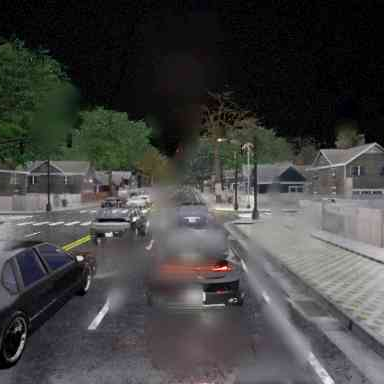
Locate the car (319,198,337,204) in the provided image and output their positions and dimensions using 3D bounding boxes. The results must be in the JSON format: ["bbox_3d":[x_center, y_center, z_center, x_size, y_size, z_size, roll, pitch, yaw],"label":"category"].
[{"bbox_3d":[12.416,1.269,30.835,4.674,1.442,1.812,0,1,-3],"label":"car"}]

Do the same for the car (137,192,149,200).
[{"bbox_3d":[-10.152,0.832,69.151,1.994,1.385,4.181,0,1,0],"label":"car"}]

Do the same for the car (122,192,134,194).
[{"bbox_3d":[-10.131,0.983,50.778,2.097,1.767,4.553,0,1,0],"label":"car"}]

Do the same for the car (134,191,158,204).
[{"bbox_3d":[-6.881,0.853,50.689,2.150,2.045,5.566,0,1,0],"label":"car"}]

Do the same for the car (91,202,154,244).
[{"bbox_3d":[-3.236,1.440,15.378,2.128,1.511,4.902,0,0,0],"label":"car"}]

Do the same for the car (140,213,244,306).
[{"bbox_3d":[0.062,1.490,7.969,1.837,1.490,4.892,0,0,0],"label":"car"}]

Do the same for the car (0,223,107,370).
[{"bbox_3d":[-3.173,1.539,5.624,2.033,1.411,5.357,0,0,0],"label":"car"}]

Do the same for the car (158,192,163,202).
[{"bbox_3d":[-6.920,0.823,60.578,2.097,1.767,4.553,0,1,0],"label":"car"}]

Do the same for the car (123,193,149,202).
[{"bbox_3d":[-6.824,1.255,41.012,1.812,1.442,4.674,0,1,0],"label":"car"}]

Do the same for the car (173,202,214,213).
[{"bbox_3d":[0.072,1.290,17.035,2.097,1.767,4.553,0,0,2],"label":"car"}]

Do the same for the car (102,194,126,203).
[{"bbox_3d":[-10.088,1.283,42.090,1.994,1.385,4.181,0,1,0],"label":"car"}]

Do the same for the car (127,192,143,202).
[{"bbox_3d":[-10.168,0.844,59.479,2.097,1.767,4.553,0,1,0],"label":"car"}]
